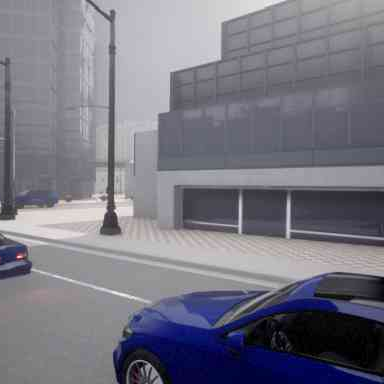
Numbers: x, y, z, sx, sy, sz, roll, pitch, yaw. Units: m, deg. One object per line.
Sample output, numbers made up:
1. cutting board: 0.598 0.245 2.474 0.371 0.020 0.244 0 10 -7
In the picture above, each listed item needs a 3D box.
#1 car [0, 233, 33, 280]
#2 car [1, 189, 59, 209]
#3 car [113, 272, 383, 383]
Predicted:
1. car: -6.221 1.441 8.507 5.357 1.411 2.033 1 1 36
2. car: -16.963 0.670 35.209 2.150 2.045 5.566 1 1 36
3. car: 1.322 1.517 3.045 4.674 1.442 1.812 0 0 36
